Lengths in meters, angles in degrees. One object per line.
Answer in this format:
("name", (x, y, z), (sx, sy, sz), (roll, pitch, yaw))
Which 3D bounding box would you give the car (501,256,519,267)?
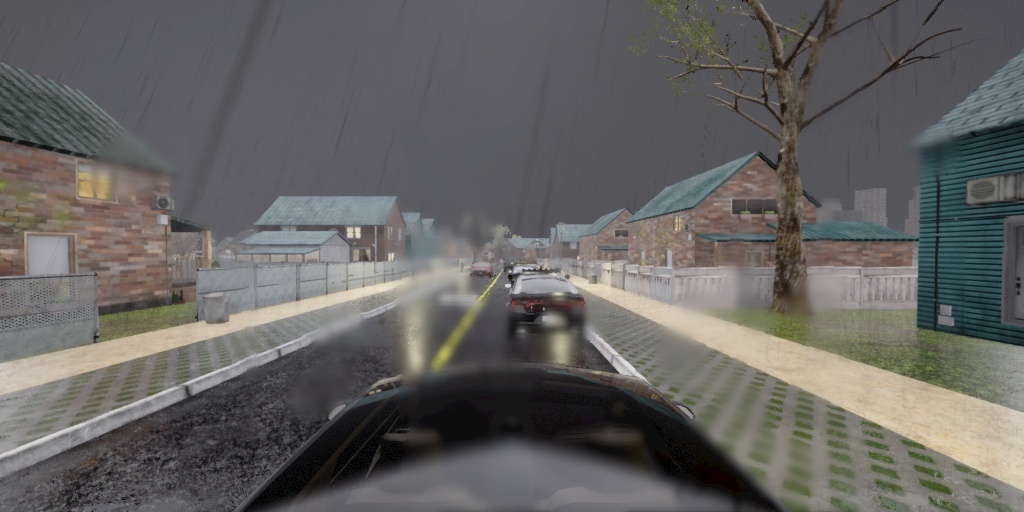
("car", (0.034, 1.031, 47.006), (2.150, 2.045, 5.566), (0, 0, 0))

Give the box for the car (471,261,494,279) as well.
("car", (-2.740, 1.256, 33.642), (1.882, 1.535, 5.008), (0, 0, 0))

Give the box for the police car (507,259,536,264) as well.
("police car", (0.831, 1.184, 20.361), (1.930, 1.638, 5.238), (0, 0, 0))

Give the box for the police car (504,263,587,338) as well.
("police car", (0.828, 1.175, 10.358), (1.930, 1.638, 5.238), (0, 0, 0))
